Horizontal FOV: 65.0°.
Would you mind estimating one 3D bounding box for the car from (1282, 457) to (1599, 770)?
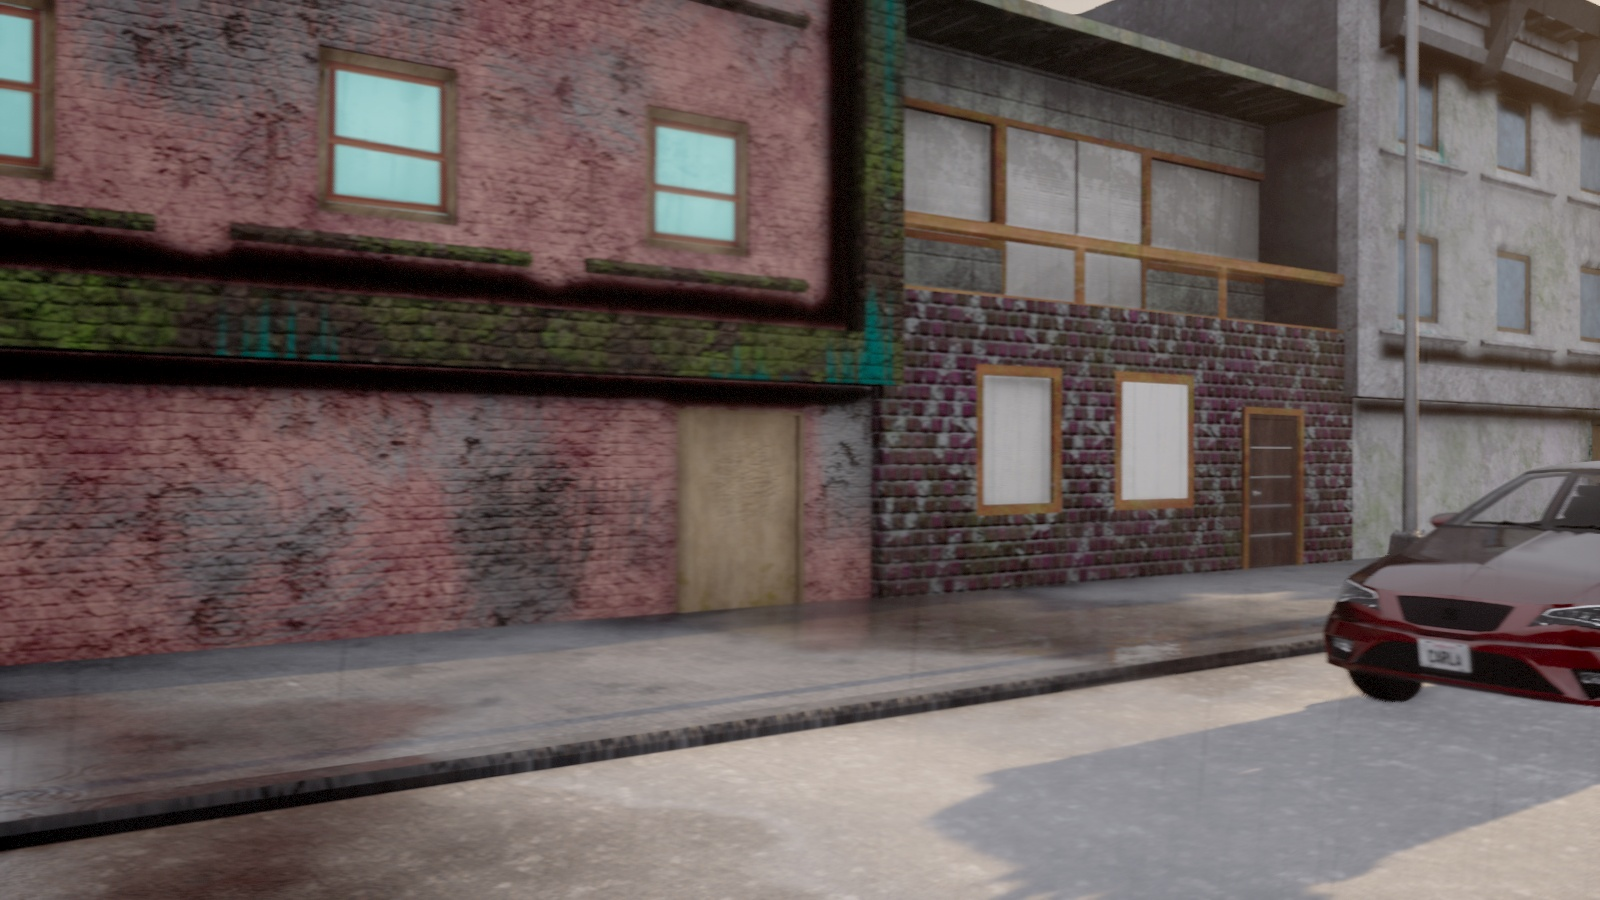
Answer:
[{"bbox_3d":[5.056,0.782,7.789,4.193,1.474,1.816,0,0,-35],"label":"car"}]
